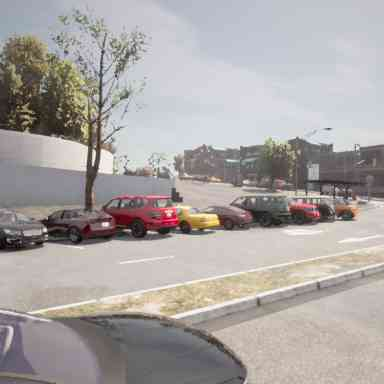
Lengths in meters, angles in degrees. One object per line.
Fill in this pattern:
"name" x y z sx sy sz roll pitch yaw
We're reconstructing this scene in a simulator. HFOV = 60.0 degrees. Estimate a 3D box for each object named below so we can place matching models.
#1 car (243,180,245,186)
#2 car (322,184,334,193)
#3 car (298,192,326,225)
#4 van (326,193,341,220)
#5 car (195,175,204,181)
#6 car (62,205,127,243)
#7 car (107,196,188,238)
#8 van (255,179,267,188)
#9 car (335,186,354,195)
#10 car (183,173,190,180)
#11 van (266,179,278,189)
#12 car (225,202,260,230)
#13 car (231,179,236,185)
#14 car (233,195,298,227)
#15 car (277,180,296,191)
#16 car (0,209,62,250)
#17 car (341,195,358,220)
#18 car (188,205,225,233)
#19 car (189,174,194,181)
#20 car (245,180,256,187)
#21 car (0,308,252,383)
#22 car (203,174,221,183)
"car" 12.603 -2.042 76.424 2.002 1.452 4.674 7 4 35
"car" 24.701 -0.425 59.148 2.435 2.045 5.566 7 3 35
"car" 6.540 1.268 24.770 5.566 2.045 2.435 -1 -1 35
"van" 9.080 1.297 26.439 4.442 1.987 1.878 -1 -1 35
"car" 3.910 -3.697 88.660 2.435 2.045 5.566 7 3 34
"car" -5.775 1.525 16.113 4.792 1.488 2.163 -1 -1 35
"car" -3.330 1.248 17.857 5.566 2.045 2.435 -1 -1 35
"van" 16.007 -1.763 71.371 1.878 1.987 4.442 7 4 35
"car" 26.391 0.137 56.675 2.002 1.452 4.674 7 3 35
"car" 0.388 -4.084 93.597 2.185 1.767 4.553 4 1 33
"van" 17.735 -1.490 68.899 1.878 1.987 4.442 7 4 35
"car" 1.598 1.549 21.310 4.674 1.452 2.002 -1 -1 35
"car" 10.862 -2.316 78.887 2.002 1.452 4.674 7 3 35
"car" 4.026 1.263 23.066 5.566 2.045 2.435 -1 -1 35
"car" 19.494 -0.991 66.536 2.231 1.521 4.892 7 3 35
"car" -8.196 1.494 14.367 4.892 1.521 2.231 -1 -1 35
"car" 11.489 1.404 28.188 4.553 1.767 2.185 -1 -1 35
"car" -1.009 1.503 19.683 5.366 1.575 1.946 -1 -1 35
"car" 2.117 -3.849 91.126 2.185 1.767 4.553 6 3 34
"car" 14.434 -1.811 74.103 1.946 1.575 5.366 7 3 35
"car" -1.716 1.492 1.908 4.902 1.511 2.128 0 0 -36
"car" 5.760 -3.175 86.399 1.946 1.575 5.366 7 3 34
